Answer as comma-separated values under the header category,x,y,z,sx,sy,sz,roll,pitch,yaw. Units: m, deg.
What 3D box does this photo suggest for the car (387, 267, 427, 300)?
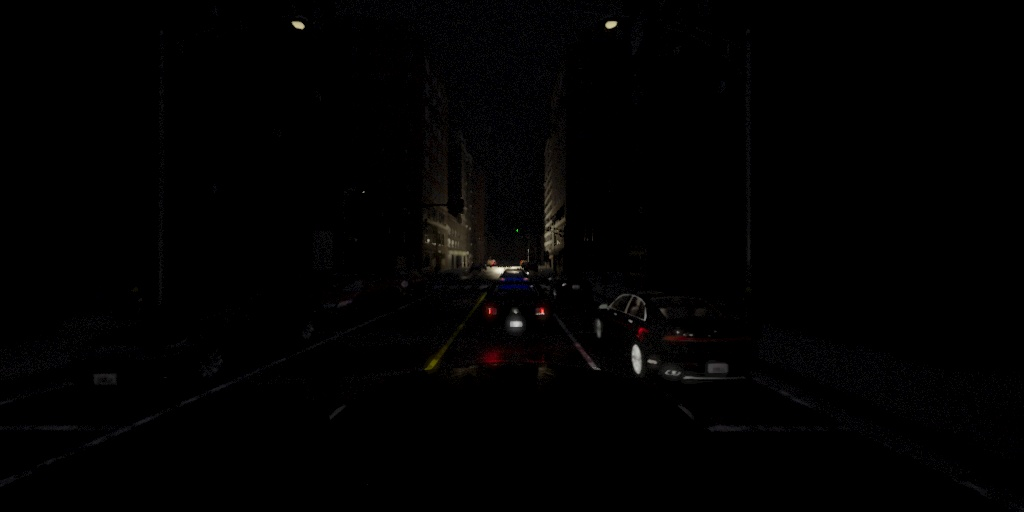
category,x,y,z,sx,sy,sz,roll,pitch,yaw
car,-5.645,1.318,18.172,1.967,1.591,4.097,0,0,0

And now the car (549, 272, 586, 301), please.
category,x,y,z,sx,sy,sz,roll,pitch,yaw
car,2.880,1.445,18.159,1.948,1.339,4.313,0,0,0

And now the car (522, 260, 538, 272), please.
category,x,y,z,sx,sy,sz,roll,pitch,yaw
car,2.970,1.643,55.246,1.967,1.591,4.097,0,0,0

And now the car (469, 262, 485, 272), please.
category,x,y,z,sx,sy,sz,roll,pitch,yaw
car,-5.556,1.785,55.272,1.802,1.307,4.207,0,0,0

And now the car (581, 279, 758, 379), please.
category,x,y,z,sx,sy,sz,roll,pitch,yaw
car,2.864,1.343,7.157,2.007,1.370,4.403,0,0,0

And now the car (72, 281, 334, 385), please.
category,x,y,z,sx,sy,sz,roll,pitch,yaw
car,-5.661,1.358,7.169,1.948,1.339,4.313,0,0,0

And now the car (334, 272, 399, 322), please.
category,x,y,z,sx,sy,sz,roll,pitch,yaw
car,-5.653,1.417,12.670,1.802,1.307,4.207,0,0,0

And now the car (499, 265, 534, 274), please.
category,x,y,z,sx,sy,sz,roll,pitch,yaw
car,0.129,1.477,22.447,1.994,1.385,4.181,0,0,0

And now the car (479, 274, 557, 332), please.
category,x,y,z,sx,sy,sz,roll,pitch,yaw
car,0.109,1.425,11.161,1.895,1.301,4.718,0,0,0
